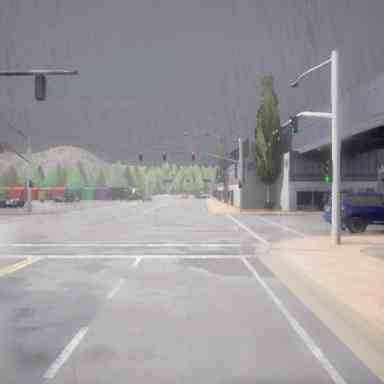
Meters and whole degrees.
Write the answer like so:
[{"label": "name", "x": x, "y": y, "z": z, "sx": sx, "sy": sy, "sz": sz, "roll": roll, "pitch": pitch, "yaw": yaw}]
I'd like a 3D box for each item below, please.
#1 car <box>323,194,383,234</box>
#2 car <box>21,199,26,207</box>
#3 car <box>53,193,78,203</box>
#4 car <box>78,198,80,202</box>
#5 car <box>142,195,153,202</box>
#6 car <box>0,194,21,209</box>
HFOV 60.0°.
[{"label": "car", "x": 10.270, "y": 1.124, "z": 18.595, "sx": 5.566, "sy": 2.045, "sz": 2.150, "roll": 0, "pitch": 0, "yaw": 0}, {"label": "car", "x": -24.909, "y": 1.153, "z": 45.260, "sx": 3.866, "sy": 1.878, "sz": 1.905, "roll": 0, "pitch": 0, "yaw": 0}, {"label": "car", "x": -24.932, "y": 1.154, "z": 64.884, "sx": 3.866, "sy": 1.878, "sz": 1.905, "roll": 0, "pitch": 0, "yaw": 0}, {"label": "car", "x": -24.919, "y": 1.393, "z": 67.779, "sx": 3.806, "sy": 1.475, "sz": 1.970, "roll": 0, "pitch": 0, "yaw": 0}, {"label": "car", "x": -9.873, "y": 1.477, "z": 73.466, "sx": 2.128, "sy": 1.511, "sz": 4.902, "roll": 0, "pitch": 0, "yaw": 2}, {"label": "car", "x": -24.966, "y": 1.150, "z": 42.366, "sx": 4.605, "sy": 1.855, "sz": 1.932, "roll": 0, "pitch": 0, "yaw": 0}]
